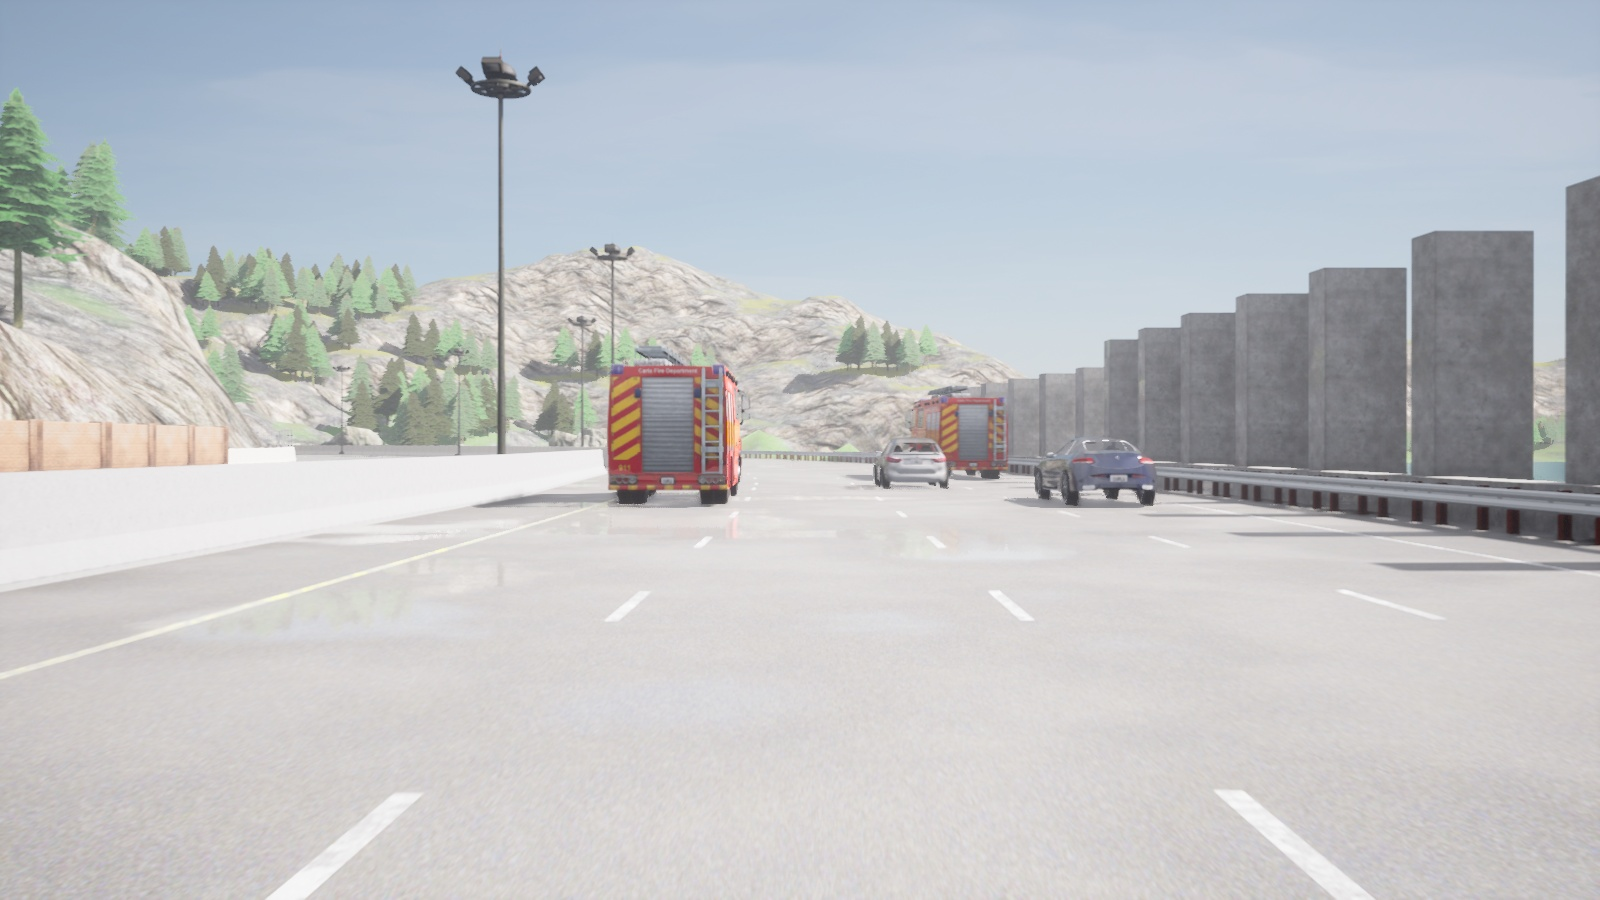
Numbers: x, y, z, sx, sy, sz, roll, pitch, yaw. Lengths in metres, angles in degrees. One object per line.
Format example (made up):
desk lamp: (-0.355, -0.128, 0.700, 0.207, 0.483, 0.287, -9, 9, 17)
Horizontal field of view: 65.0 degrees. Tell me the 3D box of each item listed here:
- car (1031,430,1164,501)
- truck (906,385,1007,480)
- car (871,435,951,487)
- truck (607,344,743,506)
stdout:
car: (7.364, 0.352, 31.657, 2.152, 1.651, 5.027, 0, 0, 0)
truck: (6.717, -0.723, 55.072, 2.891, 3.827, 8.468, 0, 0, -3)
car: (3.708, 0.353, 42.715, 2.242, 1.667, 4.611, 0, 0, -1)
truck: (-3.154, -0.612, 33.940, 2.891, 3.827, 8.468, 0, 0, 0)
